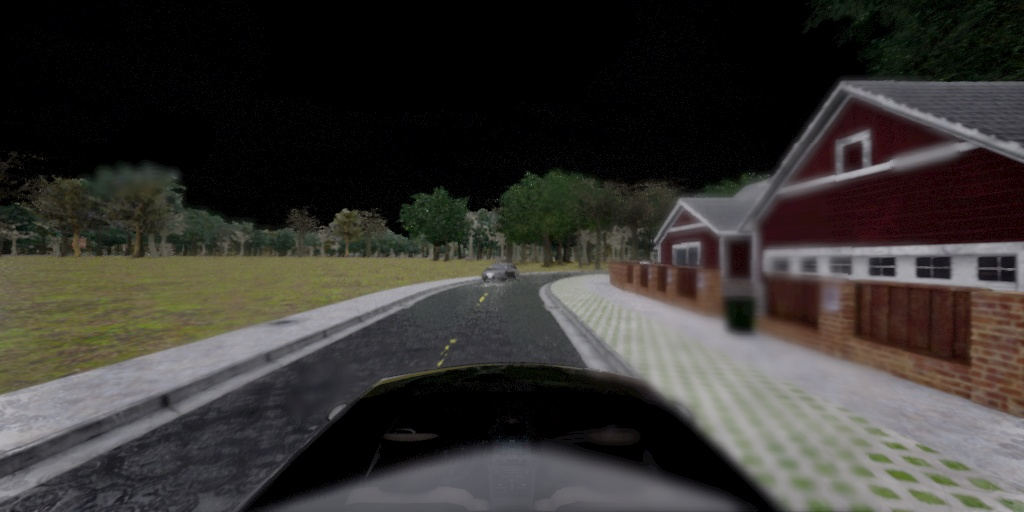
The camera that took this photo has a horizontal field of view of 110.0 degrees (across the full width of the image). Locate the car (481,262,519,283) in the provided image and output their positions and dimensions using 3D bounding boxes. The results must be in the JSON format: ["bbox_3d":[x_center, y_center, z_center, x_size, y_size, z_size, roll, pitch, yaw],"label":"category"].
[{"bbox_3d":[-0.846,1.260,28.493,2.128,1.511,4.902,0,0,18],"label":"car"}]
